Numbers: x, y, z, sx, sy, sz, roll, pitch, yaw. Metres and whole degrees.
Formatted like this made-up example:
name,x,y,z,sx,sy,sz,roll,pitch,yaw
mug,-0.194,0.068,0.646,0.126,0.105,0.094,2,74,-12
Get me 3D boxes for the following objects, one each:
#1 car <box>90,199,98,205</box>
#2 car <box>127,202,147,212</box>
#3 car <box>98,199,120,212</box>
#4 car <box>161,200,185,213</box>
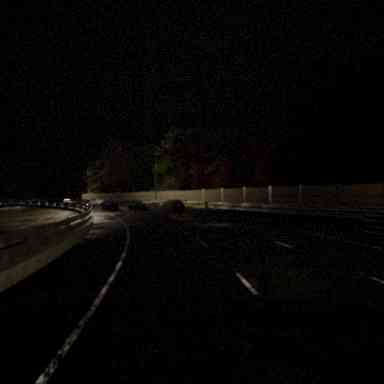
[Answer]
name,x,y,z,sx,sy,sz,roll,pitch,yaw
car,-21.030,2.185,73.972,1.812,1.442,4.674,0,-1,-44
car,-7.906,2.081,47.967,1.994,1.385,4.181,0,-1,-26
car,-11.830,2.065,48.064,1.812,1.442,4.674,0,-1,-27
car,-2.637,1.809,44.838,2.097,1.767,4.553,0,-1,-23
